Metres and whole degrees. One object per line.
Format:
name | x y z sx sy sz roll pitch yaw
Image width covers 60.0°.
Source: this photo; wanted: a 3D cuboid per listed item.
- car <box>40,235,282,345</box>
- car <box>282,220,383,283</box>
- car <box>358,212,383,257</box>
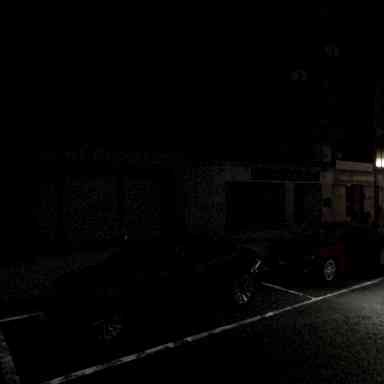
car | -0.525 1.565 6.390 4.313 1.339 1.947 0 0 -35
car | 4.091 1.543 9.680 4.507 1.381 1.887 0 0 -35
car | 8.569 1.522 12.871 4.829 1.417 1.752 0 0 -35
